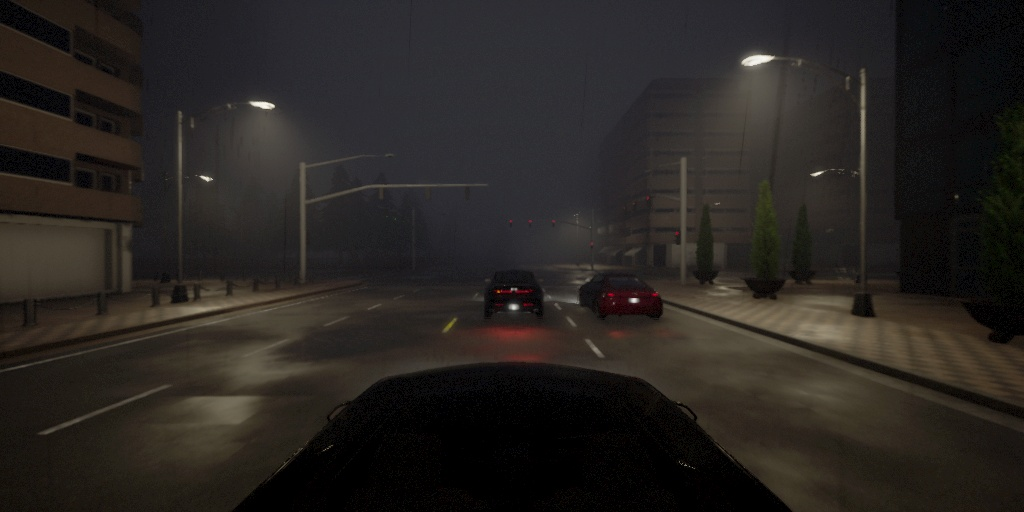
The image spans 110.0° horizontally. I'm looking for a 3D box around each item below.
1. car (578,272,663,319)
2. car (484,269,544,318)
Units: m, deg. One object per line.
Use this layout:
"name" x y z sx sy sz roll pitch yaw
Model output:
"car" 3.571 1.255 12.452 1.994 1.385 4.181 0 0 0
"car" 0.072 1.195 12.574 1.837 1.490 4.892 0 0 0
